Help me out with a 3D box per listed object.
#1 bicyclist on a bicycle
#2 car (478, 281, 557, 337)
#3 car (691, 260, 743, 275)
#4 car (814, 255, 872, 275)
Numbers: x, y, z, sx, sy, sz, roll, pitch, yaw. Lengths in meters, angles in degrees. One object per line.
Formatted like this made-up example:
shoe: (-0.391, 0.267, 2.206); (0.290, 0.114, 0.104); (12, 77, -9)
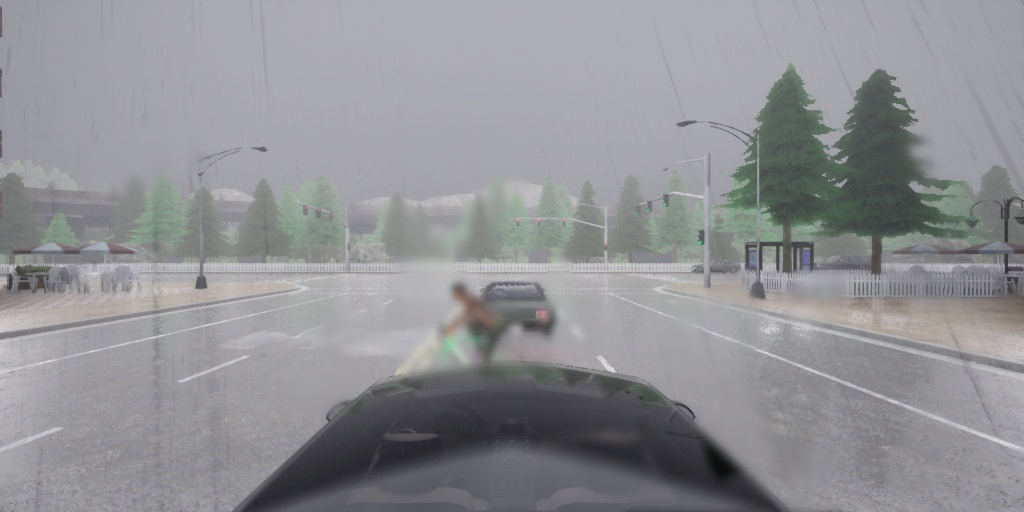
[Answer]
bicyclist on a bicycle: (-0.584, 1.204, 5.141); (1.656, 1.620, 0.582); (-1, 0, 0)
car: (0.074, 1.351, 10.240); (1.895, 1.301, 4.718); (0, 0, 0)
car: (21.492, 1.186, 37.672); (4.902, 1.511, 2.128); (0, 0, 0)
car: (34.403, 0.914, 37.543); (5.566, 2.045, 2.150); (0, 0, 2)
